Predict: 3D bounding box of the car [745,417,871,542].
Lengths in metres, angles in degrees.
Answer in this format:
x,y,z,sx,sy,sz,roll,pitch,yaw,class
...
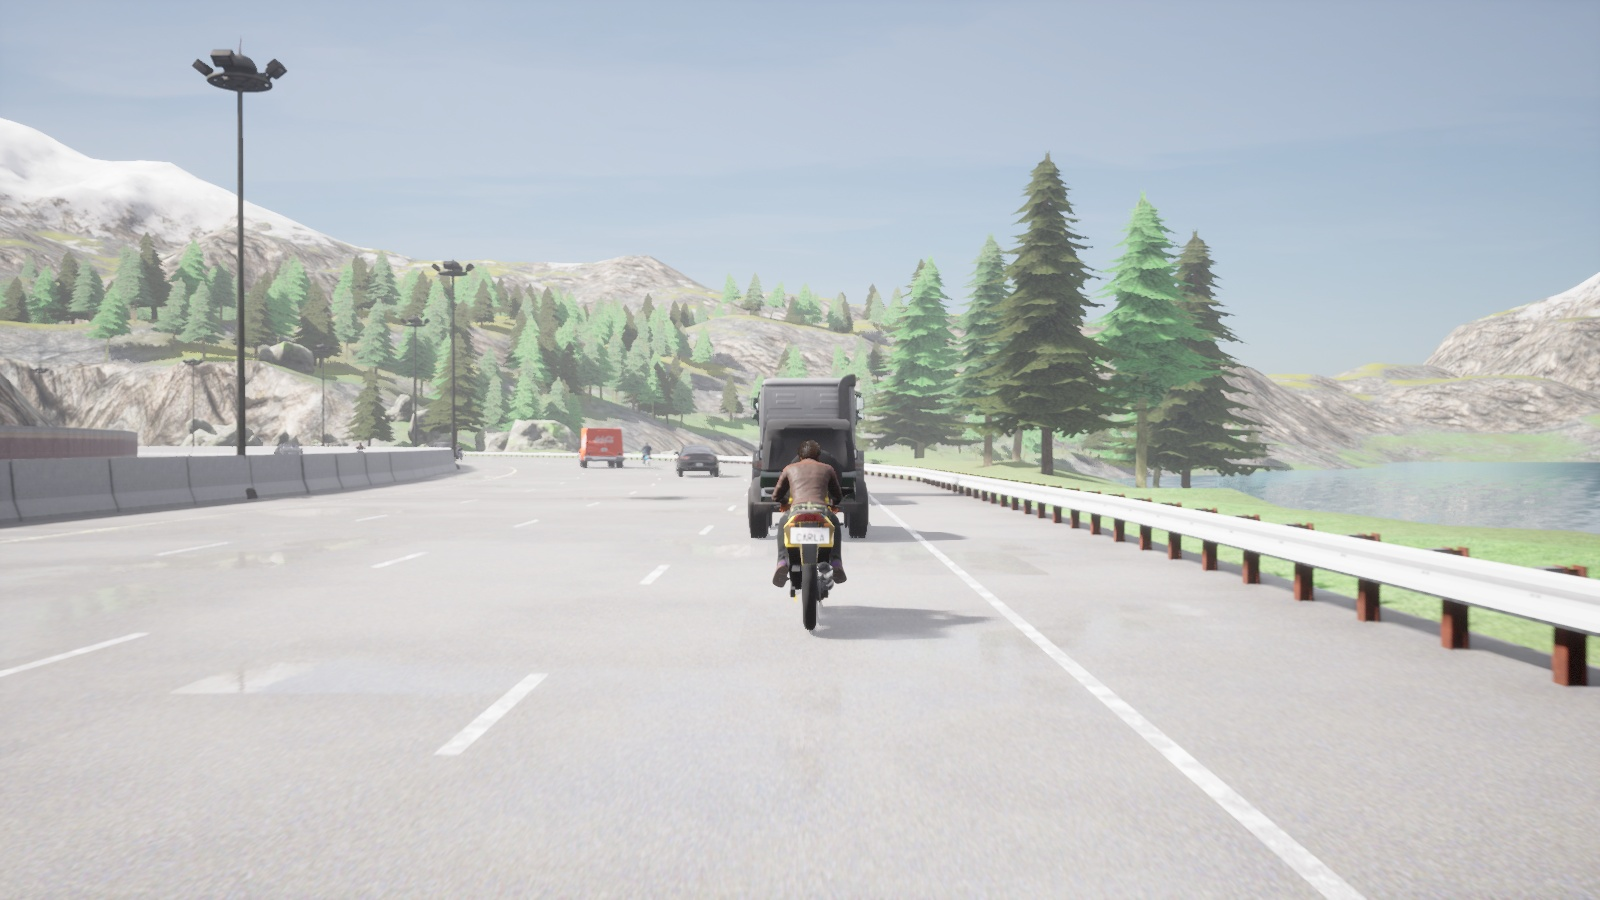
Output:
x,y,z,sx,sy,sz,roll,pitch,yaw,class
0.134,0.436,20.951,1.905,1.878,3.866,0,0,0,car

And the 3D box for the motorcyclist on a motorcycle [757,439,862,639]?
x,y,z,sx,sy,sz,roll,pitch,yaw,class
0.075,0.674,10.582,0.797,1.523,2.044,0,0,0,motorcyclist on a motorcycle

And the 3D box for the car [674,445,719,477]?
x,y,z,sx,sy,sz,roll,pitch,yaw,class
-4.797,0.472,57.944,1.812,1.442,4.674,0,0,-8,car

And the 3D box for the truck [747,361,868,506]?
x,y,z,sx,sy,sz,roll,pitch,yaw,class
0.204,-0.409,33.995,2.891,3.462,7.936,0,0,0,truck

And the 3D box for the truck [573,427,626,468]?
x,y,z,sx,sy,sz,roll,pitch,yaw,class
-12.514,-0.149,77.990,2.627,2.467,5.204,0,0,-16,truck
